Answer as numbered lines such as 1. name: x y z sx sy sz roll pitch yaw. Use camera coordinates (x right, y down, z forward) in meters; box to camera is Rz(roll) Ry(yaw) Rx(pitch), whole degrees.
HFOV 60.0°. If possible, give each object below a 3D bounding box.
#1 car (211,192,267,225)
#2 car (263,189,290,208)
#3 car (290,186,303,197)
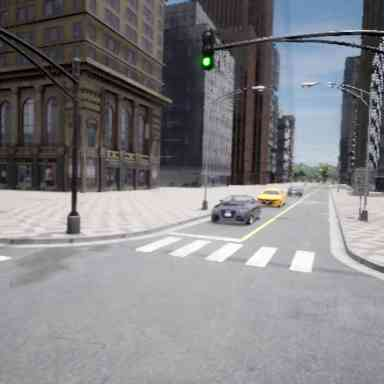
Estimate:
1. car: 2.510 0.866 17.939 1.994 1.385 4.181 3 3 22
2. car: 6.976 0.457 28.815 1.882 1.535 5.008 3 4 22
3. car: 15.098 -0.118 48.411 2.128 1.511 4.902 3 3 23
